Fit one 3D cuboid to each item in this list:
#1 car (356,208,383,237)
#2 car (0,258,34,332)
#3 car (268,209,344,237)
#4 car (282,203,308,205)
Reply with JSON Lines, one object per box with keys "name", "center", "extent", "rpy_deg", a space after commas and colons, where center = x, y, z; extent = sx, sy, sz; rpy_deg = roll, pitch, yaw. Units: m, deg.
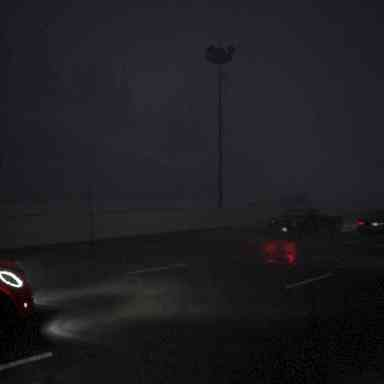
{"name": "car", "center": [10.003, 1.477, 16.394], "extent": [5.357, 1.411, 2.033], "rpy_deg": [0, 0, -41]}
{"name": "car", "center": [-4.802, 1.366, 4.742], "extent": [4.553, 1.767, 2.097], "rpy_deg": [0, 0, -35]}
{"name": "car", "center": [6.226, 1.544, 17.769], "extent": [4.718, 1.301, 1.895], "rpy_deg": [0, 0, -41]}
{"name": "car", "center": [11.430, 1.107, 37.331], "extent": [2.150, 2.045, 5.566], "rpy_deg": [0, 0, 44]}
